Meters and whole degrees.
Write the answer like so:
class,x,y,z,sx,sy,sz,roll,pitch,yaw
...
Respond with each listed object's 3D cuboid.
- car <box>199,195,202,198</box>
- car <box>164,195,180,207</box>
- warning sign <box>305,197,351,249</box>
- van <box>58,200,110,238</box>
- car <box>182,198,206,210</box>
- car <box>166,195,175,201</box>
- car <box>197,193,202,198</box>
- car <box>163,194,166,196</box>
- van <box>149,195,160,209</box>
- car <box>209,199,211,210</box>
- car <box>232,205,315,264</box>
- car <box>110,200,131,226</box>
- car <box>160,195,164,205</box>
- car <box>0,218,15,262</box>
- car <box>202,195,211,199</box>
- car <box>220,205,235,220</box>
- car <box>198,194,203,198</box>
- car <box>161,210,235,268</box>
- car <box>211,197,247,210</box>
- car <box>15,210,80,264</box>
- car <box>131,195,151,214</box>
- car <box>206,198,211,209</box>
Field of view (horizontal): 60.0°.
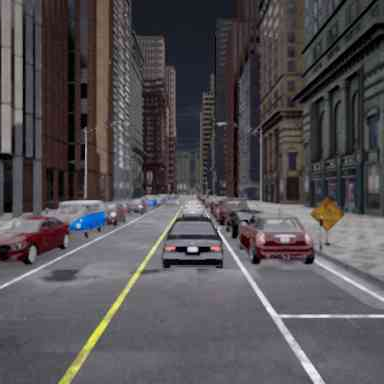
class,x,y,z,sx,sy,sz,roll,pitch,yaw
car,2.751,1.579,56.875,1.947,1.339,4.313,0,0,0
car,-3.089,1.611,51.731,1.895,1.301,4.718,0,0,0
warning sign,5.069,1.117,12.480,1.300,1.860,1.060,0,0,0
van,-5.768,1.344,17.411,1.690,1.788,3.998,0,0,0
car,0.070,1.531,31.003,1.812,1.442,4.674,0,0,0
car,-5.779,1.587,90.687,2.008,1.369,4.403,0,0,0
car,2.747,1.613,85.057,1.802,1.307,4.206,0,0,0
car,-5.774,1.564,56.867,2.008,1.369,4.403,0,0,0
van,-5.773,1.350,45.594,1.690,1.788,3.998,0,0,0
car,2.756,1.549,28.695,1.887,1.381,4.507,0,0,0
car,2.758,1.442,11.785,1.967,1.590,4.097,0,0,0
car,-5.769,1.444,23.048,1.967,1.590,4.097,0,0,0
car,-5.773,1.536,51.061,1.752,1.417,4.829,0,0,0
car,-5.767,1.316,6.137,2.192,1.841,5.009,0,0,0
car,2.753,1.448,45.603,1.967,1.590,4.097,0,0,0
car,2.757,1.569,17.422,1.947,1.339,4.313,0,0,0
car,2.749,1.605,73.785,1.802,1.307,4.206,0,0,0
car,0.043,1.549,11.201,2.033,1.411,5.357,0,0,1
car,2.756,1.319,23.058,2.192,1.841,5.009,0,0,0
car,-5.767,1.547,11.774,1.887,1.381,4.507,0,0,0
car,-5.771,1.446,34.321,1.967,1.590,4.097,0,0,0
car,2.755,1.572,34.331,1.947,1.339,4.313,0,0,0
